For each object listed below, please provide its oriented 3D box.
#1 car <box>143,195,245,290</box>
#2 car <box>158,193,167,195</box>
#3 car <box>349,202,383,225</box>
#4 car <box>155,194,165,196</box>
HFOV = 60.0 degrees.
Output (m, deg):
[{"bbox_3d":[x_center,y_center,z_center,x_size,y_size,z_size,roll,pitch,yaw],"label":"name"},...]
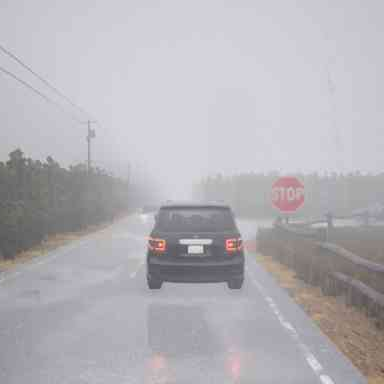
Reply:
[{"bbox_3d":[0.078,1.221,9.213,2.150,2.045,5.566,0,0,0],"label":"car"},{"bbox_3d":[-5.744,1.223,63.871,2.150,2.045,5.566,0,0,1],"label":"car"},{"bbox_3d":[13.797,1.491,23.627,4.902,1.511,2.128,0,0,0],"label":"car"},{"bbox_3d":[-5.302,1.477,49.162,1.882,1.535,5.008,0,0,-4],"label":"car"}]
